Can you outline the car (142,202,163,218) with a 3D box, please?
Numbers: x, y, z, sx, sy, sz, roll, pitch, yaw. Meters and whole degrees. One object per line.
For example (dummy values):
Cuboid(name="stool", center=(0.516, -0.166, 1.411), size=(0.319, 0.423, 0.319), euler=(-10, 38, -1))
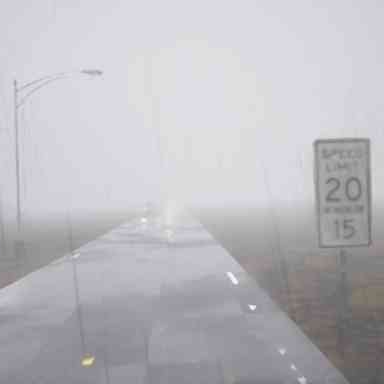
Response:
Cuboid(name="car", center=(-4.491, 1.922, 38.109), size=(2.097, 1.767, 4.553), euler=(-2, -1, -3))
